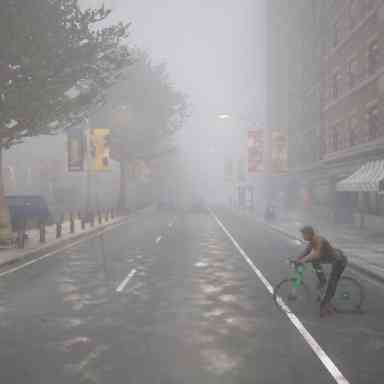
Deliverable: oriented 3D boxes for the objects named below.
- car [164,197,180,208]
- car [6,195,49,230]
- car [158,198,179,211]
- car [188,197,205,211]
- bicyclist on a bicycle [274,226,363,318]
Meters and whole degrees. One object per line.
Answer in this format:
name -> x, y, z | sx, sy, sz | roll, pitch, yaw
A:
car -> -2.953, 1.547, 49.672 | 2.033, 1.411, 5.357 | 0, 0, 1
car -> -11.359, 1.221, 21.638 | 2.150, 2.045, 5.566 | 0, 0, 1
car -> -2.977, 1.477, 39.862 | 1.882, 1.535, 5.008 | 0, 0, 1
car -> 0.532, 1.600, 39.787 | 1.895, 1.301, 4.718 | 0, 0, 1
bicyclist on a bicycle -> 2.295, 1.443, 6.080 | 1.656, 1.620, 0.582 | -2, 0, 1
